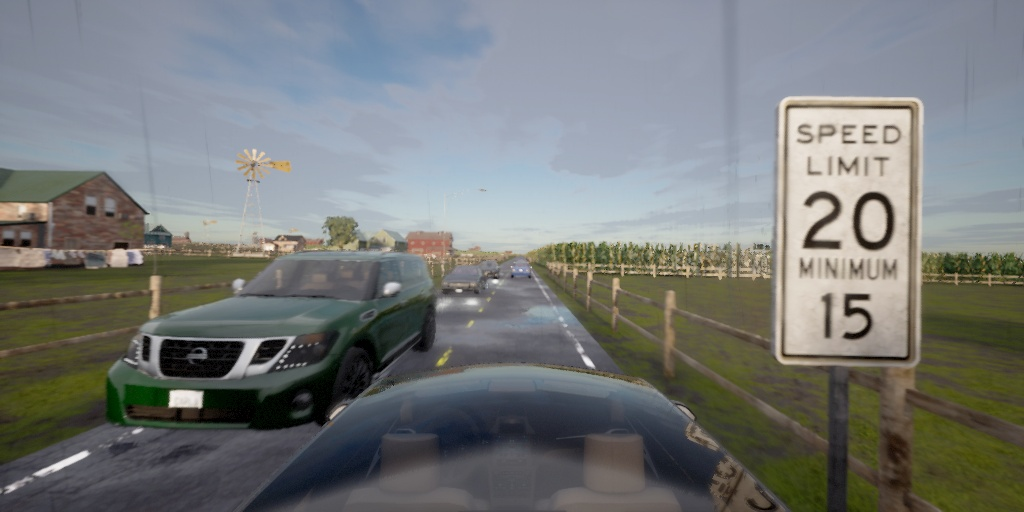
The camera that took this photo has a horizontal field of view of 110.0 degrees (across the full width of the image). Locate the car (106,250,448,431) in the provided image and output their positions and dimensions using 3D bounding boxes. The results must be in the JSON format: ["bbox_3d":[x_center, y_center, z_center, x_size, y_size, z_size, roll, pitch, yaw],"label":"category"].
[{"bbox_3d":[-2.784,0.921,5.916,2.150,2.045,5.566,1,0,2],"label":"car"}]

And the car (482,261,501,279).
[{"bbox_3d":[-2.050,1.184,31.909,1.837,1.490,4.892,1,0,2],"label":"car"}]

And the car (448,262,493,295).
[{"bbox_3d":[-2.420,1.238,19.456,2.033,1.411,5.357,1,0,1],"label":"car"}]

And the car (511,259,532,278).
[{"bbox_3d":[0.844,1.277,33.396,2.033,1.411,5.357,1,0,2],"label":"car"}]
